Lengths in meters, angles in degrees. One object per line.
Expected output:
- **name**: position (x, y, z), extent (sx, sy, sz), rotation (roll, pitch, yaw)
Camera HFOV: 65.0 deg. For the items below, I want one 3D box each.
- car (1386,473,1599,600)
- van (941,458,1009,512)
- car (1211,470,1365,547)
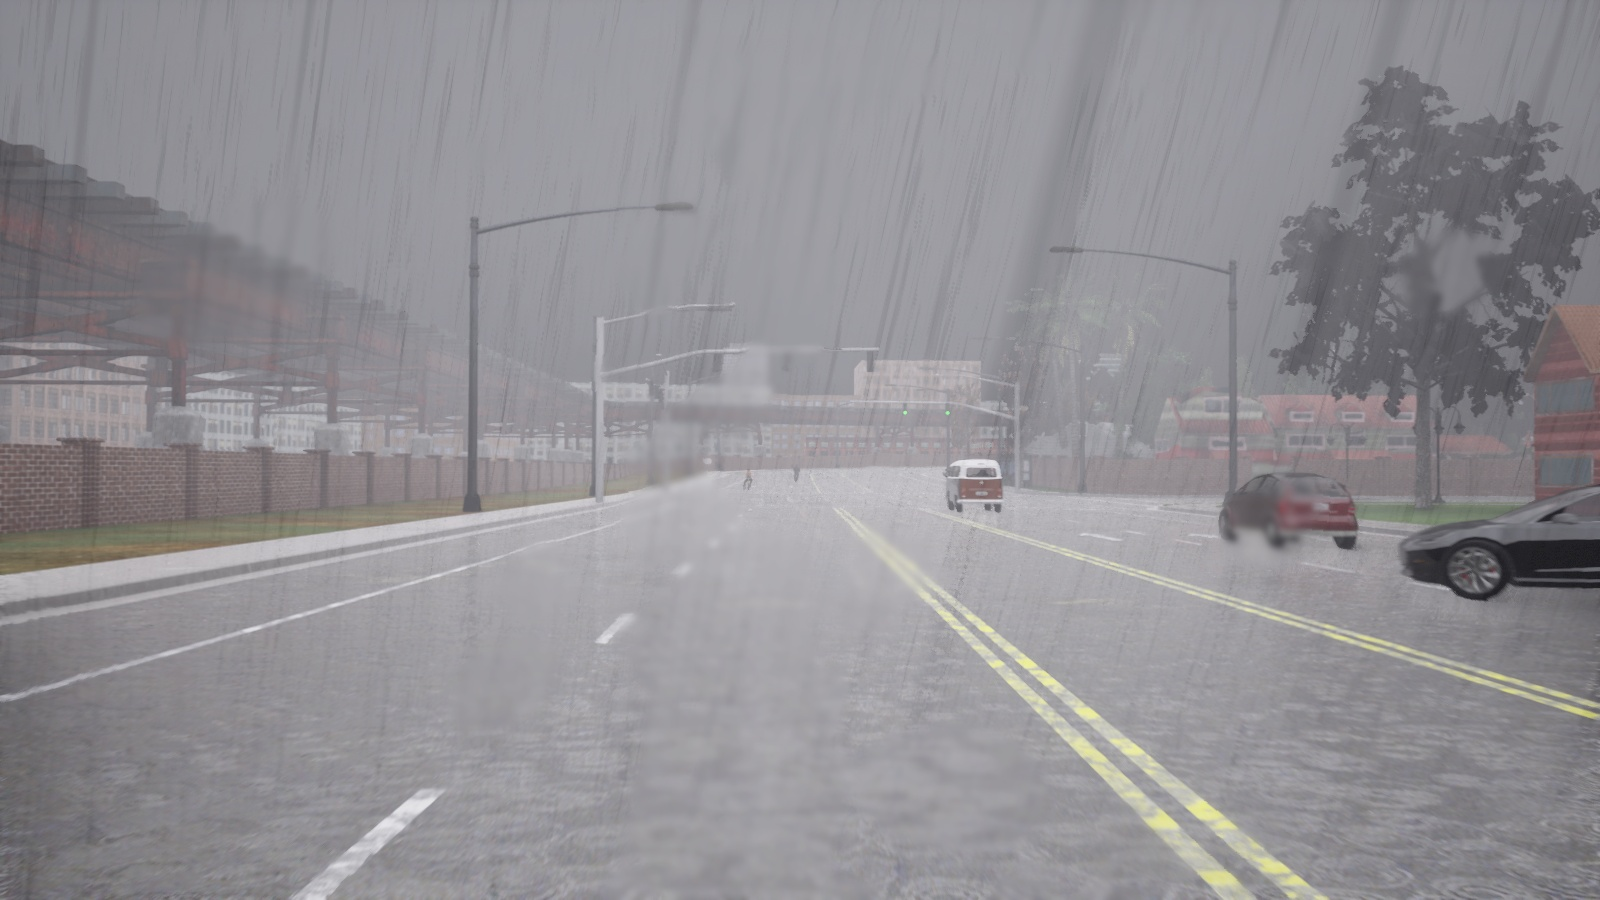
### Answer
- **car**: position (10.069, 1.038, 15.758), extent (4.792, 1.488, 2.163), rotation (-1, -1, 22)
- **van**: position (6.872, 1.347, 49.796), extent (2.069, 2.038, 4.480), rotation (0, -1, 0)
- **car**: position (10.422, 1.206, 27.123), extent (1.789, 1.549, 3.705), rotation (0, -1, -2)
